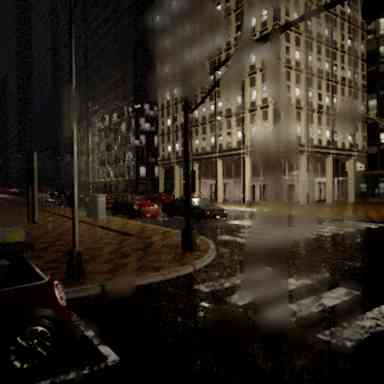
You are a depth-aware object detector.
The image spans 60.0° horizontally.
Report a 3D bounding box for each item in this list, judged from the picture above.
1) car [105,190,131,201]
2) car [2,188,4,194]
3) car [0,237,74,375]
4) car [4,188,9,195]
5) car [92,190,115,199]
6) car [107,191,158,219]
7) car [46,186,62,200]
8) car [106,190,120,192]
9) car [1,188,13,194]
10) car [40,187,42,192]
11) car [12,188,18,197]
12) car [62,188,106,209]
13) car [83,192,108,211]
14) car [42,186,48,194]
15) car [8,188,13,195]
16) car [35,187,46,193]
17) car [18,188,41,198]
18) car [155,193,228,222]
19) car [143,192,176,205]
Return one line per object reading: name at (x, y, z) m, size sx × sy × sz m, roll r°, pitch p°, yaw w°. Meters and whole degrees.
car at (-10.257, 0.432, 45.940) m, size 1.752 × 1.417 × 4.829 m, roll 0°, pitch 1°, yaw -36°
car at (-39.701, -0.130, 72.541) m, size 1.947 × 1.339 × 4.313 m, roll 0°, pitch 1°, yaw -36°
car at (-3.692, 1.453, 3.927) m, size 4.097 × 1.590 × 1.967 m, roll -1°, pitch 1°, yaw -36°
car at (-36.447, -0.039, 68.015) m, size 2.008 × 1.369 × 4.403 m, roll 0°, pitch 1°, yaw -36°
car at (-13.414, 0.369, 50.330) m, size 1.947 × 1.339 × 4.313 m, roll 0°, pitch 1°, yaw -36°
car at (-3.908, 0.918, 22.754) m, size 1.967 × 1.590 × 4.097 m, roll 0°, pitch 1°, yaw -36°
car at (-19.872, 0.338, 49.541) m, size 1.837 × 1.490 × 4.892 m, roll -1°, pitch 2°, yaw -36°
car at (-9.883, 0.523, 35.483) m, size 2.097 × 1.767 × 4.553 m, roll -1°, pitch 2°, yaw -36°
car at (-42.955, -0.258, 77.066) m, size 1.887 × 1.381 × 4.507 m, roll 0°, pitch 1°, yaw -36°
car at (-36.196, -0.629, 82.020) m, size 2.192 × 1.841 × 5.009 m, roll 0°, pitch 1°, yaw -36°
car at (-29.939, 0.174, 58.963) m, size 2.008 × 1.369 × 4.403 m, roll 0°, pitch 1°, yaw -36°
car at (-10.414, 0.580, 31.804) m, size 2.192 × 1.841 × 5.009 m, roll 0°, pitch 1°, yaw -36°
car at (-7.164, 0.953, 27.281) m, size 1.802 × 1.307 × 4.206 m, roll 0°, pitch 1°, yaw -36°
car at (-32.943, -0.293, 77.495) m, size 1.887 × 1.381 × 4.507 m, roll 0°, pitch 1°, yaw -36°
car at (-33.193, 0.061, 63.488) m, size 1.887 × 1.381 × 4.507 m, roll 0°, pitch 1°, yaw -36°
car at (-39.454, -0.485, 86.551) m, size 1.947 × 1.339 × 4.313 m, roll 0°, pitch 1°, yaw -36°
car at (-26.686, 0.275, 54.436) m, size 1.887 × 1.381 × 4.507 m, roll 0°, pitch 1°, yaw -36°
car at (-0.008, 1.042, 21.741) m, size 2.033 × 1.411 × 5.357 m, roll -1°, pitch 2°, yaw -36°
car at (-3.649, 0.705, 36.746) m, size 1.802 × 1.307 × 4.206 m, roll 0°, pitch 1°, yaw -36°
